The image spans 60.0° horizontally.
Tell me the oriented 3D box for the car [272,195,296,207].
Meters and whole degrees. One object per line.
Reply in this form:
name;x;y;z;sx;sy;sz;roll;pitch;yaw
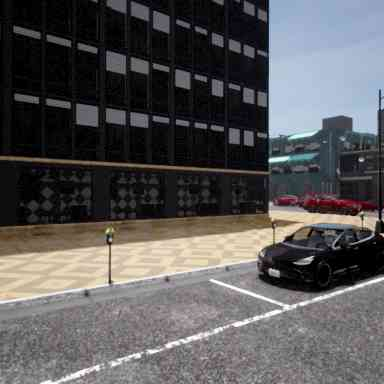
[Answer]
car;12.459;1.130;43.278;1.967;1.590;4.097;1;0;-36

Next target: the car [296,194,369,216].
car;12.272;1.101;29.376;2.192;1.841;5.009;1;0;-36

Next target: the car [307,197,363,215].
car;13.625;1.309;31.887;1.812;1.442;4.674;0;1;-36

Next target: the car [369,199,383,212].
car;19.022;1.372;34.336;1.887;1.381;4.507;1;0;-36

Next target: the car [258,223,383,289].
car;3.743;1.566;9.222;4.313;1.339;1.947;0;0;-35
